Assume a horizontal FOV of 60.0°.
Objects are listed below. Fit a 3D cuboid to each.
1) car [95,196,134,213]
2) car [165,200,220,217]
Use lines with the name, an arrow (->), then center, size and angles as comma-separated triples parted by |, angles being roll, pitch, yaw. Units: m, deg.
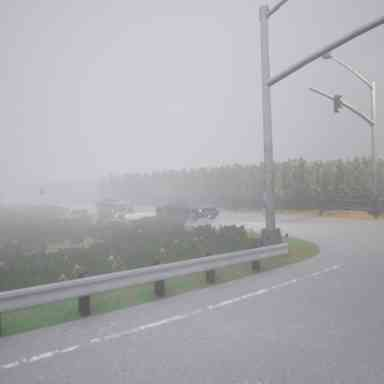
car -> -7.024, 1.115, 29.833 | 1.837, 1.490, 4.892 | -4, 2, -40
car -> -0.356, 1.170, 22.035 | 1.895, 1.301, 4.718 | -4, 2, -41
